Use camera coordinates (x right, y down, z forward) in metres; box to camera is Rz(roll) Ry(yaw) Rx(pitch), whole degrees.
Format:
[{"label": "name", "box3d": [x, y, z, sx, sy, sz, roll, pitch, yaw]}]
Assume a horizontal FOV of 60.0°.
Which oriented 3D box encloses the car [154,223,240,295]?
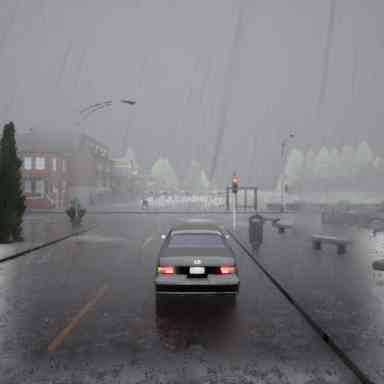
[{"label": "car", "box3d": [0.099, 1.547, 8.879, 2.033, 1.411, 5.357, 0, 0, 0]}]
